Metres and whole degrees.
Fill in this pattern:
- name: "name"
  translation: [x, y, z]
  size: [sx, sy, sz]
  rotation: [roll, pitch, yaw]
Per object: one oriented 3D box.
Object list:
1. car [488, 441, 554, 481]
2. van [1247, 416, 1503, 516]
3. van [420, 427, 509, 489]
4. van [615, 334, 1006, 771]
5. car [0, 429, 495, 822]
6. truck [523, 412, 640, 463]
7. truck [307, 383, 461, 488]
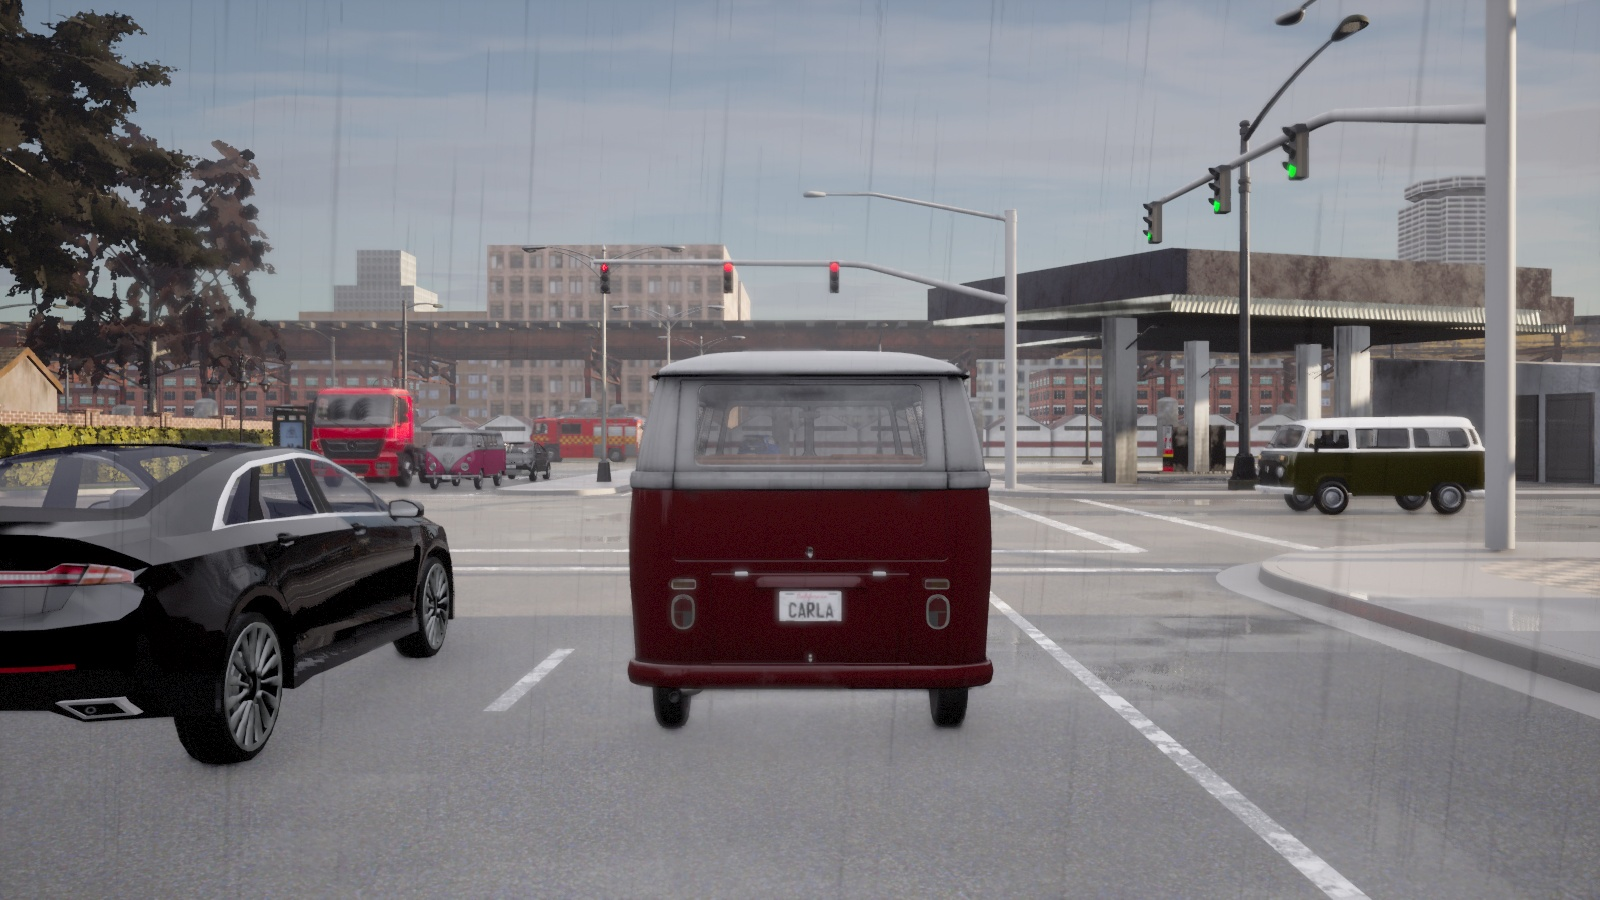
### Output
- name: "car"
  translation: [-11.192, 0.431, 50.571]
  size: [1.789, 1.549, 3.705]
  rotation: [0, 0, 0]
- name: "van"
  translation: [12.091, 0.329, 26.639]
  size: [4.480, 2.038, 2.069]
  rotation: [0, 0, -1]
- name: "van"
  translation: [-11.240, 0.251, 42.333]
  size: [1.775, 1.987, 4.442]
  rotation: [0, 0, 0]
- name: "van"
  translation: [0.061, 0.454, 7.931]
  size: [1.775, 1.987, 4.442]
  rotation: [0, 0, 0]
- name: "car"
  translation: [-3.443, 0.659, 7.278]
  size: [2.128, 1.511, 4.902]
  rotation: [0, 0, 0]
- name: "truck"
  translation: [-16.740, -0.976, 96.517]
  size: [8.468, 3.827, 2.891]
  rotation: [0, 0, 1]
- name: "truck"
  translation: [-14.768, -0.503, 45.326]
  size: [2.891, 3.462, 7.936]
  rotation: [0, 0, 0]
